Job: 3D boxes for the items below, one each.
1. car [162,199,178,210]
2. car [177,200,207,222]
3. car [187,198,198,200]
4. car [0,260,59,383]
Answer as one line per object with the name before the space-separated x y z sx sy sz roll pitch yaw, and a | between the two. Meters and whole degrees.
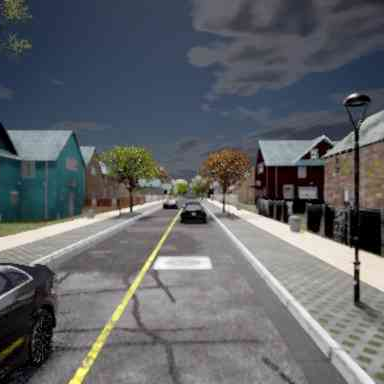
car | -2.835 1.606 44.284 1.994 1.385 4.181 0 0 0
car | 0.103 1.571 26.268 1.994 1.385 4.181 0 0 0
car | 0.097 1.536 39.505 1.837 1.490 4.892 0 0 0
car | -2.849 1.490 2.943 2.128 1.511 4.902 0 0 0
